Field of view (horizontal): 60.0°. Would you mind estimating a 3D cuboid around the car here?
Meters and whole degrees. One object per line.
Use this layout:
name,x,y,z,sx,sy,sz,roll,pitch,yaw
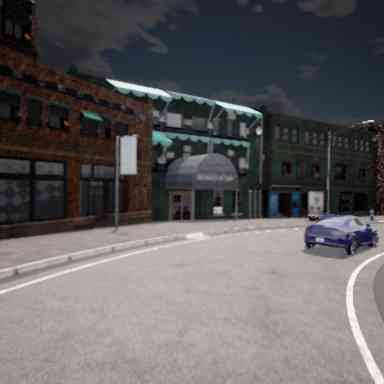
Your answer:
car,6.464,1.710,14.341,1.812,1.442,4.674,1,0,43
